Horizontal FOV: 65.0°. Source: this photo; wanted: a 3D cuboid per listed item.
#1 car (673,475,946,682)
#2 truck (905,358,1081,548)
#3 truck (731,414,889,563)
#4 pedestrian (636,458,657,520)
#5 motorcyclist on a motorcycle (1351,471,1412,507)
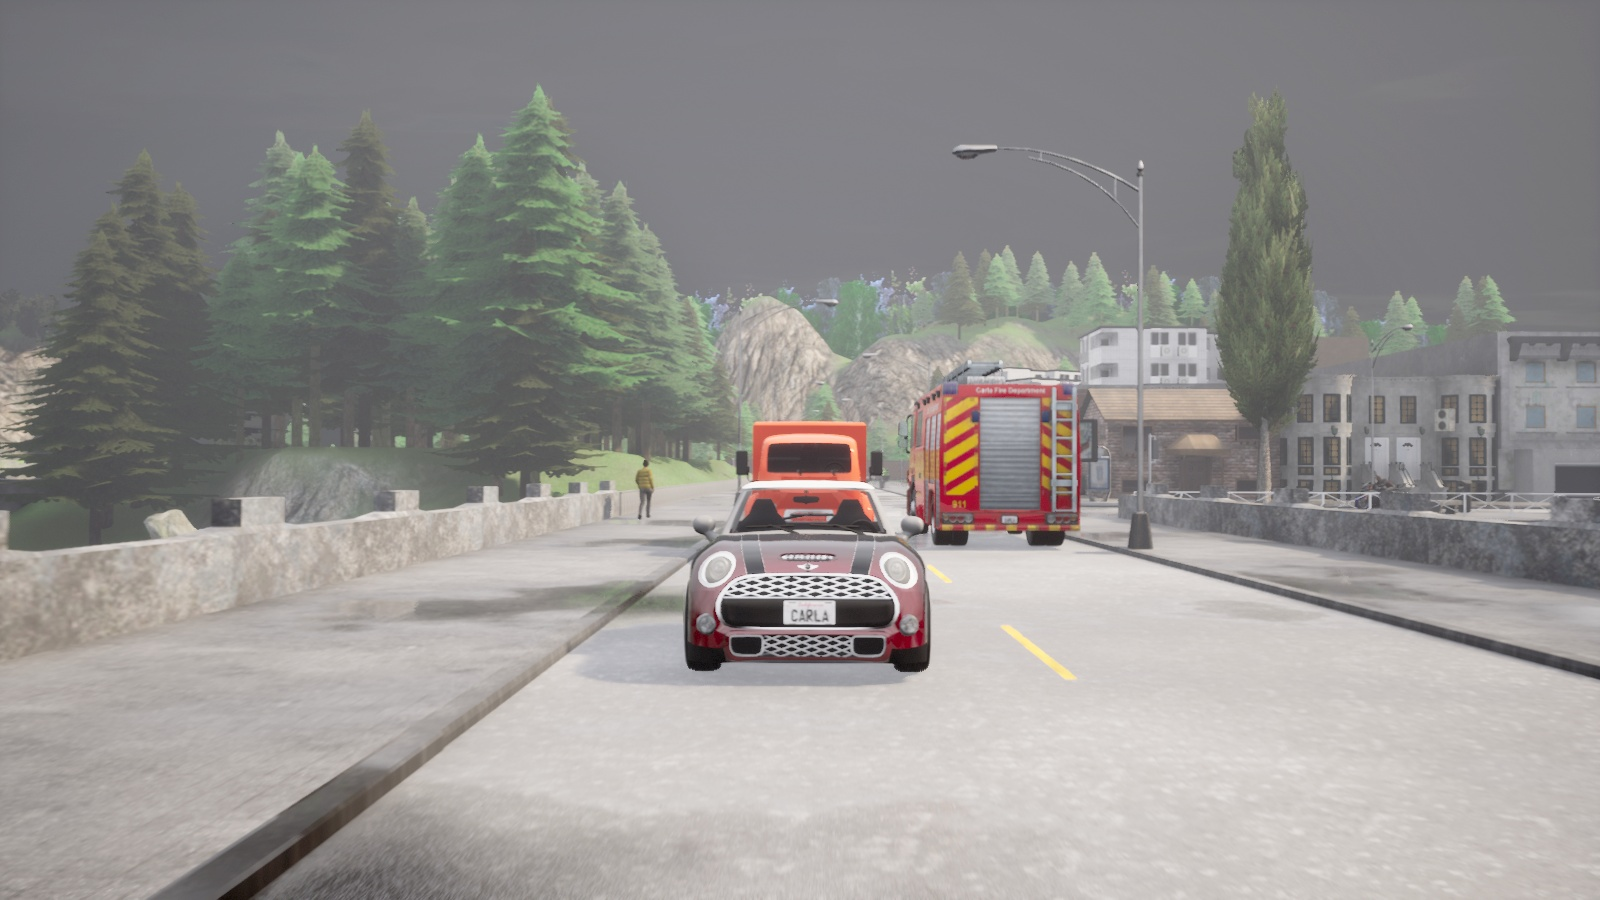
[{"bbox_3d":[0.083,0.965,10.973,1.970,1.475,3.806,0,-1,0],"label":"car"},{"bbox_3d":[4.238,0.132,29.503,2.891,3.827,8.468,0,-1,1],"label":"truck"},{"bbox_3d":[0.190,0.741,23.479,2.627,2.467,5.204,0,-2,1],"label":"truck"},{"bbox_3d":[-4.608,1.179,37.773,0.431,1.840,0.709,0,-1,10],"label":"pedestrian"},{"bbox_3d":[24.974,1.666,53.985,2.191,1.530,0.866,0,-1,0],"label":"motorcyclist on a motorcycle"}]
